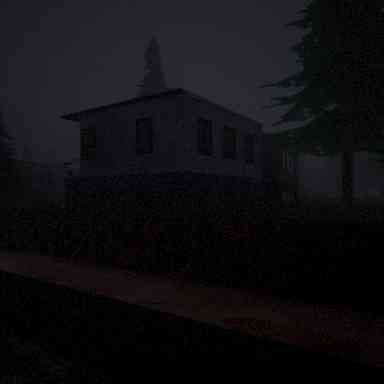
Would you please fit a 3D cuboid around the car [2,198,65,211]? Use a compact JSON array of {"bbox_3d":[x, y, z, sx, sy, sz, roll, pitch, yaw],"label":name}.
[{"bbox_3d":[-13.663,1.516,28.775,2.150,2.045,5.566,-1,0,27],"label":"car"}]
